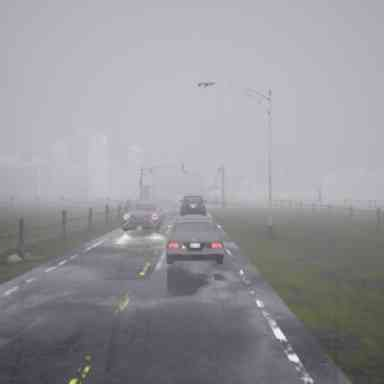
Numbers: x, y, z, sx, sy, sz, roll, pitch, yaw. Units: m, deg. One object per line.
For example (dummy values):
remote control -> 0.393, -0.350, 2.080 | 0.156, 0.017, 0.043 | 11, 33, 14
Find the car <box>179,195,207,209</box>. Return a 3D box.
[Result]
car -> 0.101, 1.254, 28.639 | 2.150, 2.045, 5.566 | 0, 0, 0

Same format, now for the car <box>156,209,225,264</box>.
car -> 0.096, 1.560, 11.874 | 2.033, 1.411, 5.357 | 0, 0, 0

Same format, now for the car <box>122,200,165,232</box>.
car -> -2.840, 1.375, 20.306 | 2.097, 1.767, 4.553 | 0, 0, 0
